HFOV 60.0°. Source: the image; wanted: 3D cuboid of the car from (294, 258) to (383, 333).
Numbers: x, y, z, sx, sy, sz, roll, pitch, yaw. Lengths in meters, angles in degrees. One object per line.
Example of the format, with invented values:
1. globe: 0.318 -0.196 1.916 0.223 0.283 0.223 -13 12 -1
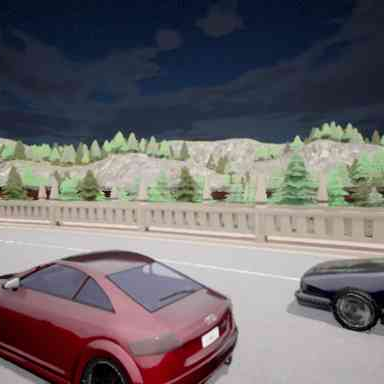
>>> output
1. car: 4.429 1.520 5.023 5.357 1.411 2.033 0 0 35

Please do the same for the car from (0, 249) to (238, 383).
1. car: -1.478 1.544 4.723 4.181 1.385 1.994 0 0 33
